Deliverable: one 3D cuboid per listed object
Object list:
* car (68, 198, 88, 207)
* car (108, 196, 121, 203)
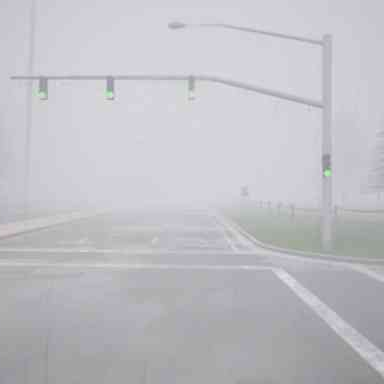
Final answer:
[{"bbox_3d":[-18.466,1.736,54.401,1.812,1.442,4.674,0,1,1],"label":"car"},{"bbox_3d":[-17.968,1.712,77.240,1.882,1.535,5.008,0,0,2],"label":"car"}]
